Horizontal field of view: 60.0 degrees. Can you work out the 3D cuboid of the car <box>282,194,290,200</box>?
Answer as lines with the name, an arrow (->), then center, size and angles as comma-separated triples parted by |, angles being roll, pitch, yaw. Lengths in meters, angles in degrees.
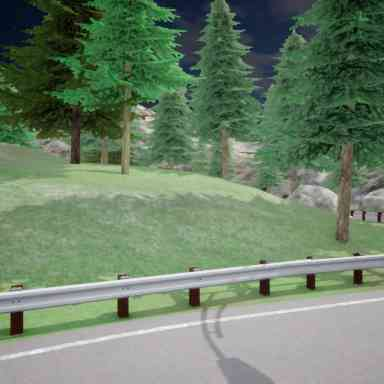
car -> 12.302, 1.239, 37.679 | 2.150, 2.045, 5.566 | 0, 0, -19
